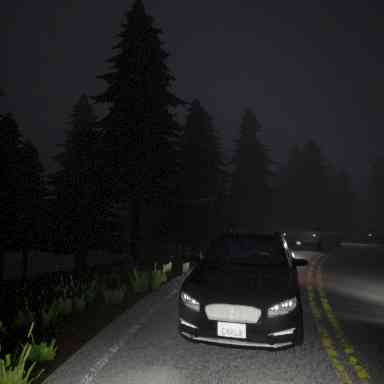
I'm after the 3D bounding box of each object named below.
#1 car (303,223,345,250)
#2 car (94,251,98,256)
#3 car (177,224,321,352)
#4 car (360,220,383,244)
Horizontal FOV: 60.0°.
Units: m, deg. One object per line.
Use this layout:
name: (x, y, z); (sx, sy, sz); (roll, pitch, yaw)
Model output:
car: (6.531, 2.311, 17.744); (1.895, 1.301, 4.718); (-3, -6, 39)
car: (-20.225, 13.650, 73.006); (4.181, 1.381, 1.994); (-2, -5, 31)
car: (1.138, 1.562, 6.627); (2.128, 1.511, 4.902); (-1, -2, 15)
car: (15.902, 3.229, 26.486); (5.566, 2.045, 2.150); (8, -8, -28)
